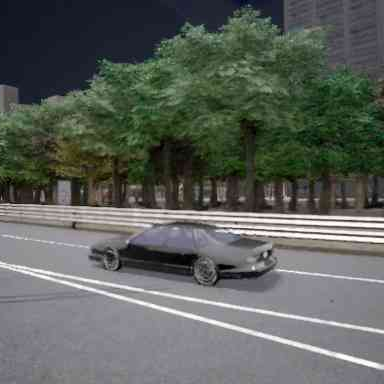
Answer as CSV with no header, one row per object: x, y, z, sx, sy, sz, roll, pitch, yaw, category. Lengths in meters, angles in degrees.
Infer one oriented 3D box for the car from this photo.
-0.405,1.557,9.273,5.357,1.411,2.033,0,0,30,car
